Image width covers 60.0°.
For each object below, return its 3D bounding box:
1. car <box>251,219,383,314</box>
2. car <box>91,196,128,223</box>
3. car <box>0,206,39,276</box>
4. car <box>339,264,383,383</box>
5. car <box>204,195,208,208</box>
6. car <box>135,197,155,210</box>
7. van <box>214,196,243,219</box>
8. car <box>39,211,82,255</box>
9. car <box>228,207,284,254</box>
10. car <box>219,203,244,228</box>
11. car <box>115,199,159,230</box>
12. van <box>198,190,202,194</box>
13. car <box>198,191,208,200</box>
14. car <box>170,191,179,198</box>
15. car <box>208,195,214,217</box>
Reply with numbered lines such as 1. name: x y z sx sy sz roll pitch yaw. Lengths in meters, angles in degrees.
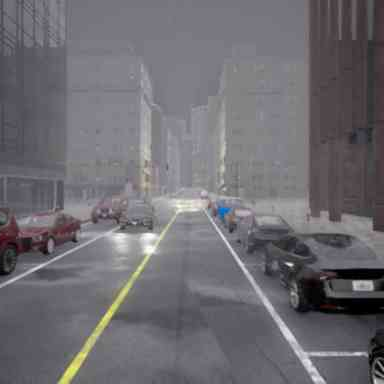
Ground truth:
1. car: 2.758 1.538 7.443 1.947 1.339 4.313 0 0 0
2. car: -5.769 1.215 24.378 2.192 1.841 5.009 0 0 0
3. car: -5.769 1.287 7.446 2.192 1.841 5.009 0 0 0
4. car: 2.758 1.559 1.798 1.947 1.339 4.313 0 0 0
5. car: 2.757 1.399 41.310 1.802 1.307 4.206 0 0 0
6. car: -5.769 1.383 41.311 1.947 1.339 4.313 0 0 0
7. van: 2.756 1.242 24.375 1.690 1.788 3.998 0 0 0
8. car: -5.768 1.494 13.091 1.887 1.381 4.507 0 0 0
9. car: 2.757 1.501 13.087 2.008 1.369 4.403 0 0 0
10. car: 2.757 1.508 18.732 1.802 1.307 4.206 0 0 0
11. car: -3.101 1.424 20.307 1.837 1.490 4.892 0 0 0
12. van: 3.077 0.860 84.068 1.690 1.788 3.998 0 0 0
13. car: 3.030 1.145 78.518 1.802 1.307 4.206 0 0 0
14. car: -5.353 1.008 95.253 1.802 1.307 4.206 0 0 0
15. car: 2.756 1.314 30.020 1.967 1.590 4.097 0 0 0
